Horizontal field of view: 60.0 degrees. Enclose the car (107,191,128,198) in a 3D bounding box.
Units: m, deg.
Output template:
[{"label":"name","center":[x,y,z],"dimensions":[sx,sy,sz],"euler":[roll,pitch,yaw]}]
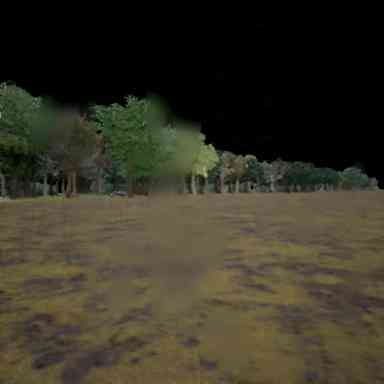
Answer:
[{"label":"car","center":[-15.952,0.474,71.406],"dimensions":[1.837,1.490,4.892],"euler":[-2,0,36]}]
